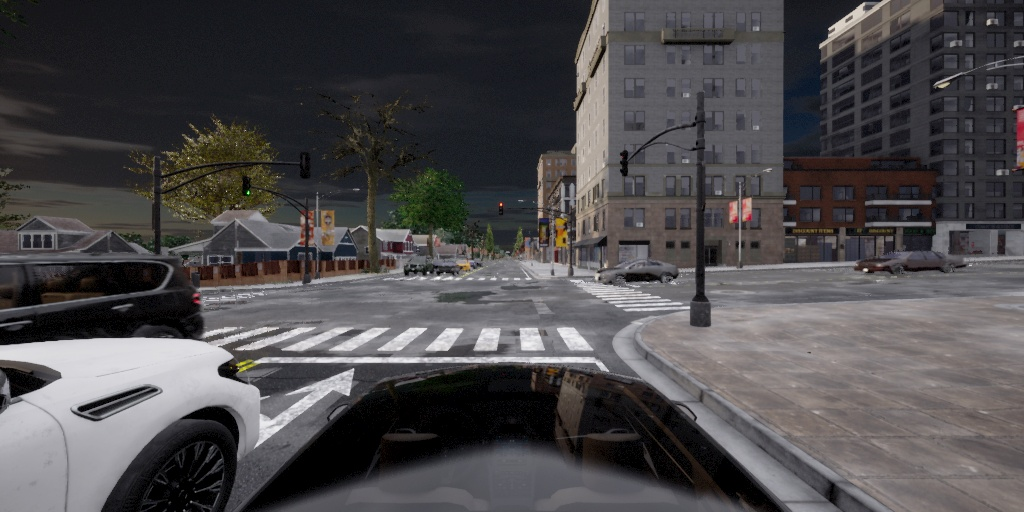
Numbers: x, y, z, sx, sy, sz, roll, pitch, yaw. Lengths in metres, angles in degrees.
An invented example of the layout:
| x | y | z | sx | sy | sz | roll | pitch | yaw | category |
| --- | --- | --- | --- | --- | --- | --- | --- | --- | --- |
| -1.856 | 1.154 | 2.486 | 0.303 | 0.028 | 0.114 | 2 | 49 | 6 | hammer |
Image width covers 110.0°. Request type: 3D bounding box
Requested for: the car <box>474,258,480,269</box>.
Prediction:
| x | y | z | sx | sy | sz | roll | pitch | yaw | category |
| --- | --- | --- | --- | --- | --- | --- | --- | --- | --- |
| -6.646 | 1.333 | 57.029 | 1.812 | 1.442 | 4.674 | 0 | 0 | 0 | car |

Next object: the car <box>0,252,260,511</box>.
| x | y | z | sx | sy | sz | roll | pitch | yaw | category |
| --- | --- | --- | --- | --- | --- | --- | --- | --- | --- |
| -3.145 | 0.972 | 0.558 | 2.150 | 2.045 | 5.566 | 0 | 0 | 0 | car |

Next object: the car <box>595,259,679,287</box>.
| x | y | z | sx | sy | sz | roll | pitch | yaw | category |
| --- | --- | --- | --- | --- | --- | --- | --- | --- | --- |
| 7.416 | 0.972 | 21.427 | 4.902 | 1.511 | 2.128 | -2 | 0 | -6 | car |

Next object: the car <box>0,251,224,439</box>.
| x | y | z | sx | sy | sz | roll | pitch | yaw | category |
| --- | --- | --- | --- | --- | --- | --- | --- | --- | --- |
| -6.636 | 0.970 | 4.143 | 2.150 | 2.045 | 5.566 | 0 | 0 | 0 | car |

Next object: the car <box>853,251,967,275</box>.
| x | y | z | sx | sy | sz | roll | pitch | yaw | category |
| --- | --- | --- | --- | --- | --- | --- | --- | --- | --- |
| 24.274 | 0.382 | 21.931 | 5.357 | 1.411 | 2.033 | -2 | 0 | 0 | car |

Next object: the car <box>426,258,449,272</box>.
| x | y | z | sx | sy | sz | roll | pitch | yaw | category |
| --- | --- | --- | --- | --- | --- | --- | --- | --- | --- |
| -9.890 | 1.136 | 48.065 | 2.097 | 1.767 | 4.553 | 0 | 0 | 0 | car |

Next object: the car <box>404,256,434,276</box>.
| x | y | z | sx | sy | sz | roll | pitch | yaw | category |
| --- | --- | --- | --- | --- | --- | --- | --- | --- | --- |
| -9.880 | 0.991 | 38.593 | 2.150 | 2.045 | 5.566 | 0 | 0 | 0 | car |

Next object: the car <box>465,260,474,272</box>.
| x | y | z | sx | sy | sz | roll | pitch | yaw | category |
| --- | --- | --- | --- | --- | --- | --- | --- | --- | --- |
| -6.643 | 1.261 | 47.692 | 1.882 | 1.535 | 5.008 | 0 | 0 | 0 | car |

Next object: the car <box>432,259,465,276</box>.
| x | y | z | sx | sy | sz | roll | pitch | yaw | category |
| --- | --- | --- | --- | --- | --- | --- | --- | --- | --- |
| -6.633 | 1.316 | 37.900 | 2.033 | 1.411 | 5.357 | 0 | 0 | 0 | car |
